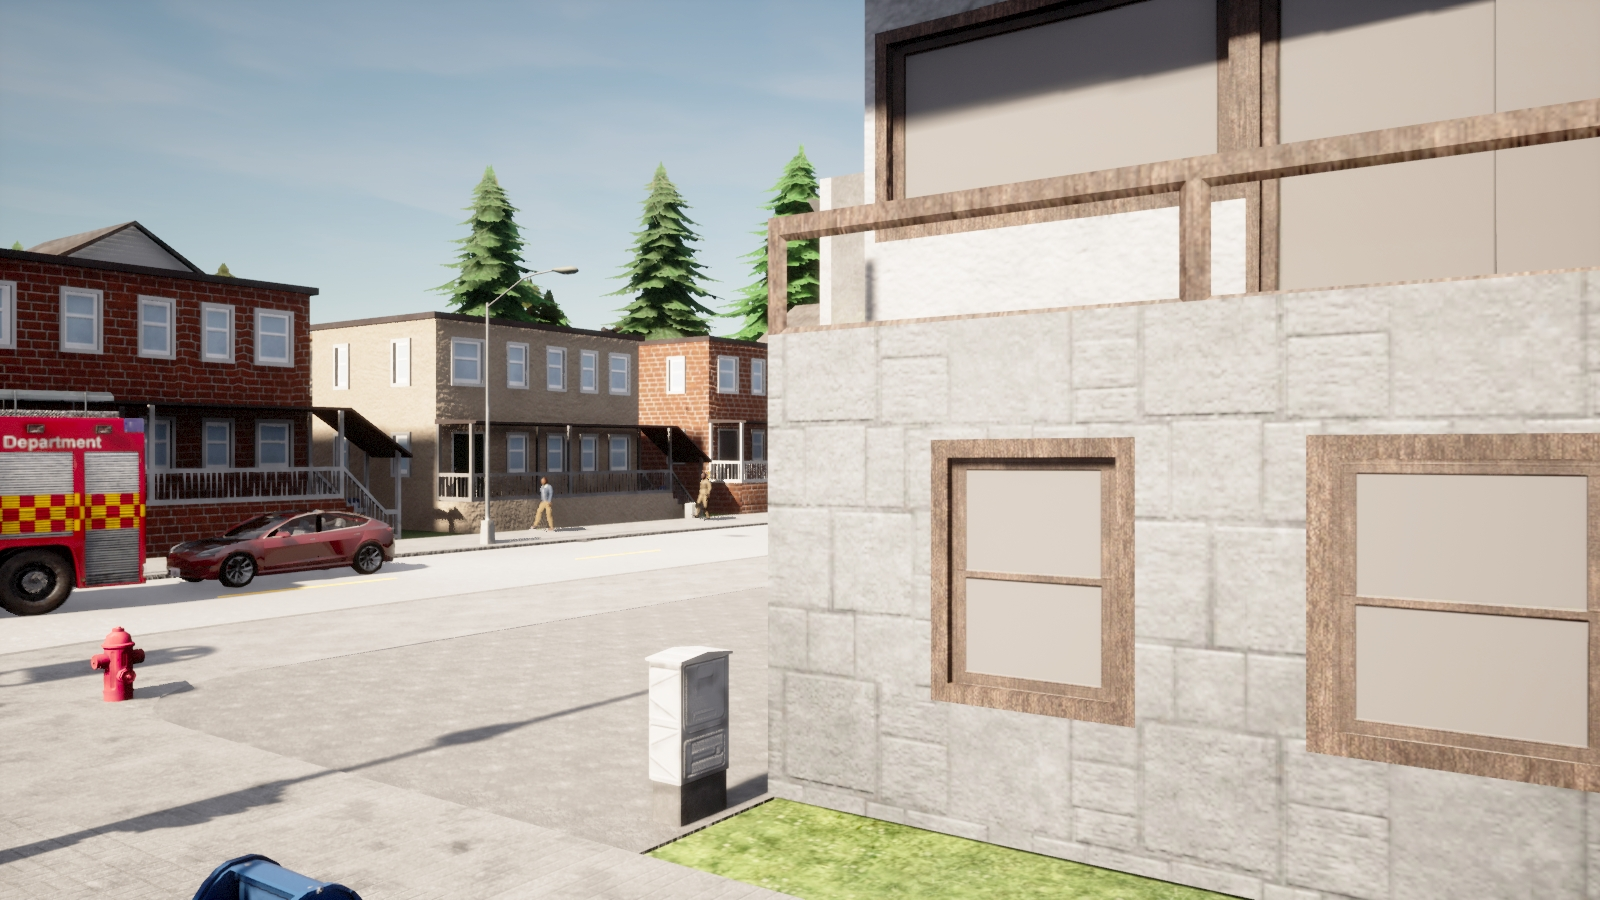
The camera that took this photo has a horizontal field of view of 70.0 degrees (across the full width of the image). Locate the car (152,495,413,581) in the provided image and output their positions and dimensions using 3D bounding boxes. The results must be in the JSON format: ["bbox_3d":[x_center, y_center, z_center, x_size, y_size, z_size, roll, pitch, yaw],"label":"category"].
[{"bbox_3d":[-11.219,1.843,25.104,2.163,1.488,4.792,0,0,35],"label":"car"}]

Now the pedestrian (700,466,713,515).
[{"bbox_3d":[-3.551,1.524,43.386,0.375,1.860,0.375,0,0,32],"label":"pedestrian"}]

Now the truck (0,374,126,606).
[{"bbox_3d":[-15.867,0.669,18.098,2.891,3.827,8.468,0,0,45],"label":"truck"}]

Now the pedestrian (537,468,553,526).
[{"bbox_3d":[-8.310,1.524,37.218,0.375,1.860,0.375,0,0,35],"label":"pedestrian"}]
